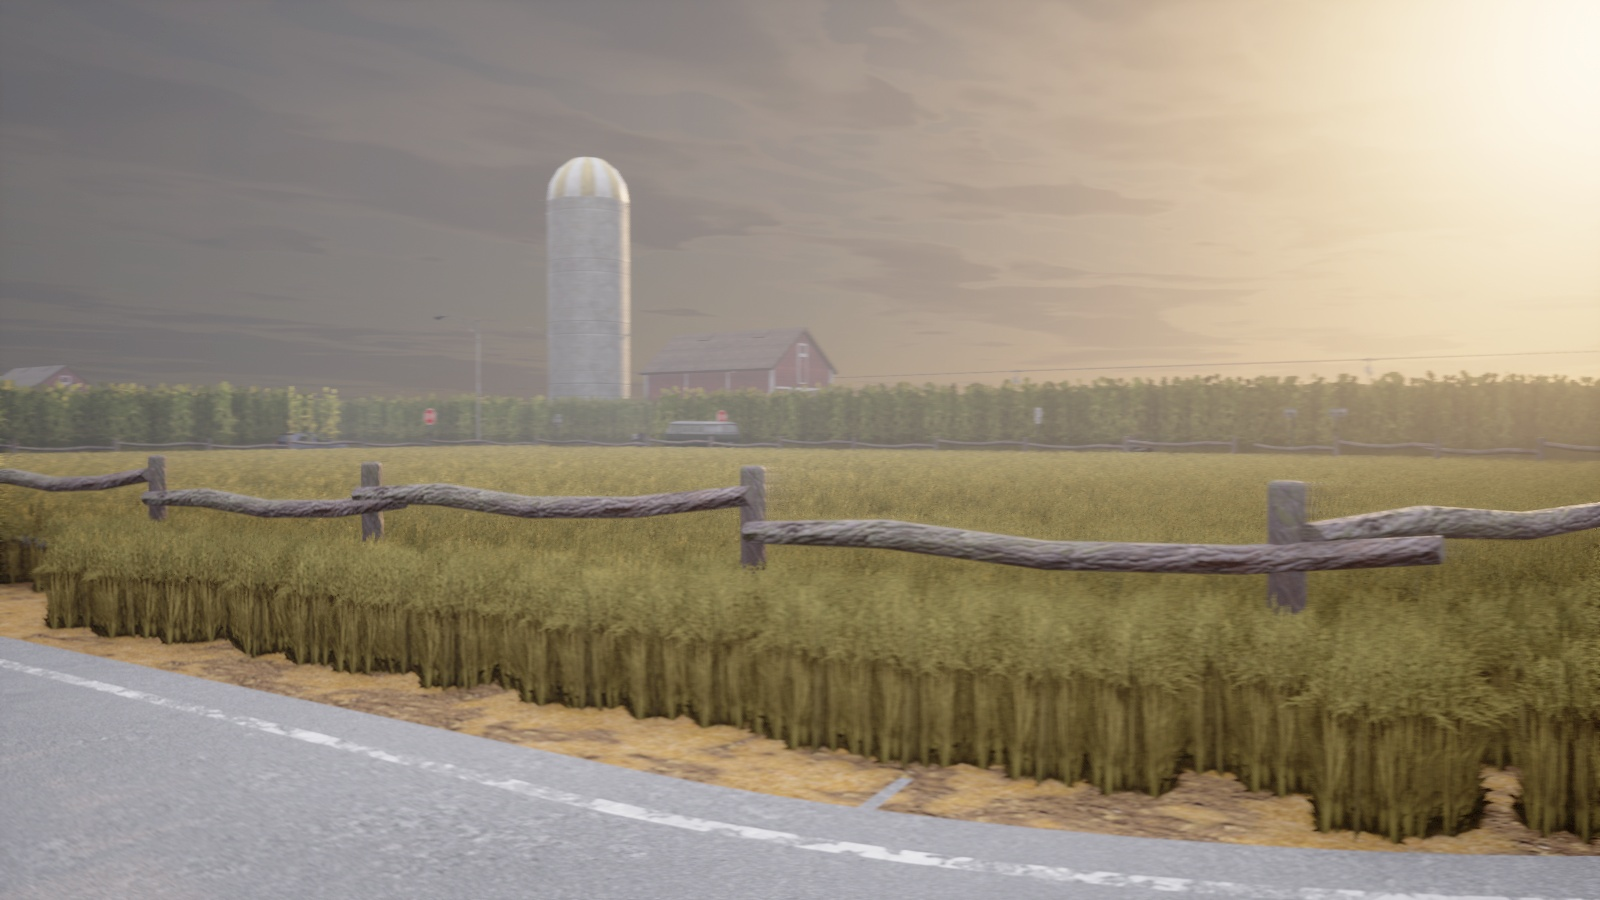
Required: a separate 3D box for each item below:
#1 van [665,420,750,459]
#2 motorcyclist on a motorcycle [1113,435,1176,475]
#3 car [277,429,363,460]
[{"bbox_3d":[-4.955,-0.607,67.077,4.442,1.987,1.775,2,2,37],"label":"van"},{"bbox_3d":[13.551,0.186,49.443,2.191,1.530,0.866,1,1,37],"label":"motorcyclist on a motorcycle"},{"bbox_3d":[-24.323,-0.297,63.704,1.845,1.501,3.633,1,1,36],"label":"car"}]
